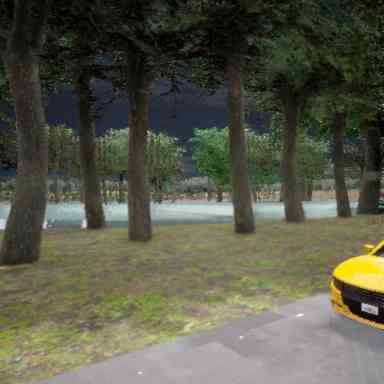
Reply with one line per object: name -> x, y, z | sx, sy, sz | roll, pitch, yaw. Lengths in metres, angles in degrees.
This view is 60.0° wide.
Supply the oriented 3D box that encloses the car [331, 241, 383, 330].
car -> 4.680, 1.466, 6.362 | 5.008, 1.535, 1.882 | 0, 0, -35
